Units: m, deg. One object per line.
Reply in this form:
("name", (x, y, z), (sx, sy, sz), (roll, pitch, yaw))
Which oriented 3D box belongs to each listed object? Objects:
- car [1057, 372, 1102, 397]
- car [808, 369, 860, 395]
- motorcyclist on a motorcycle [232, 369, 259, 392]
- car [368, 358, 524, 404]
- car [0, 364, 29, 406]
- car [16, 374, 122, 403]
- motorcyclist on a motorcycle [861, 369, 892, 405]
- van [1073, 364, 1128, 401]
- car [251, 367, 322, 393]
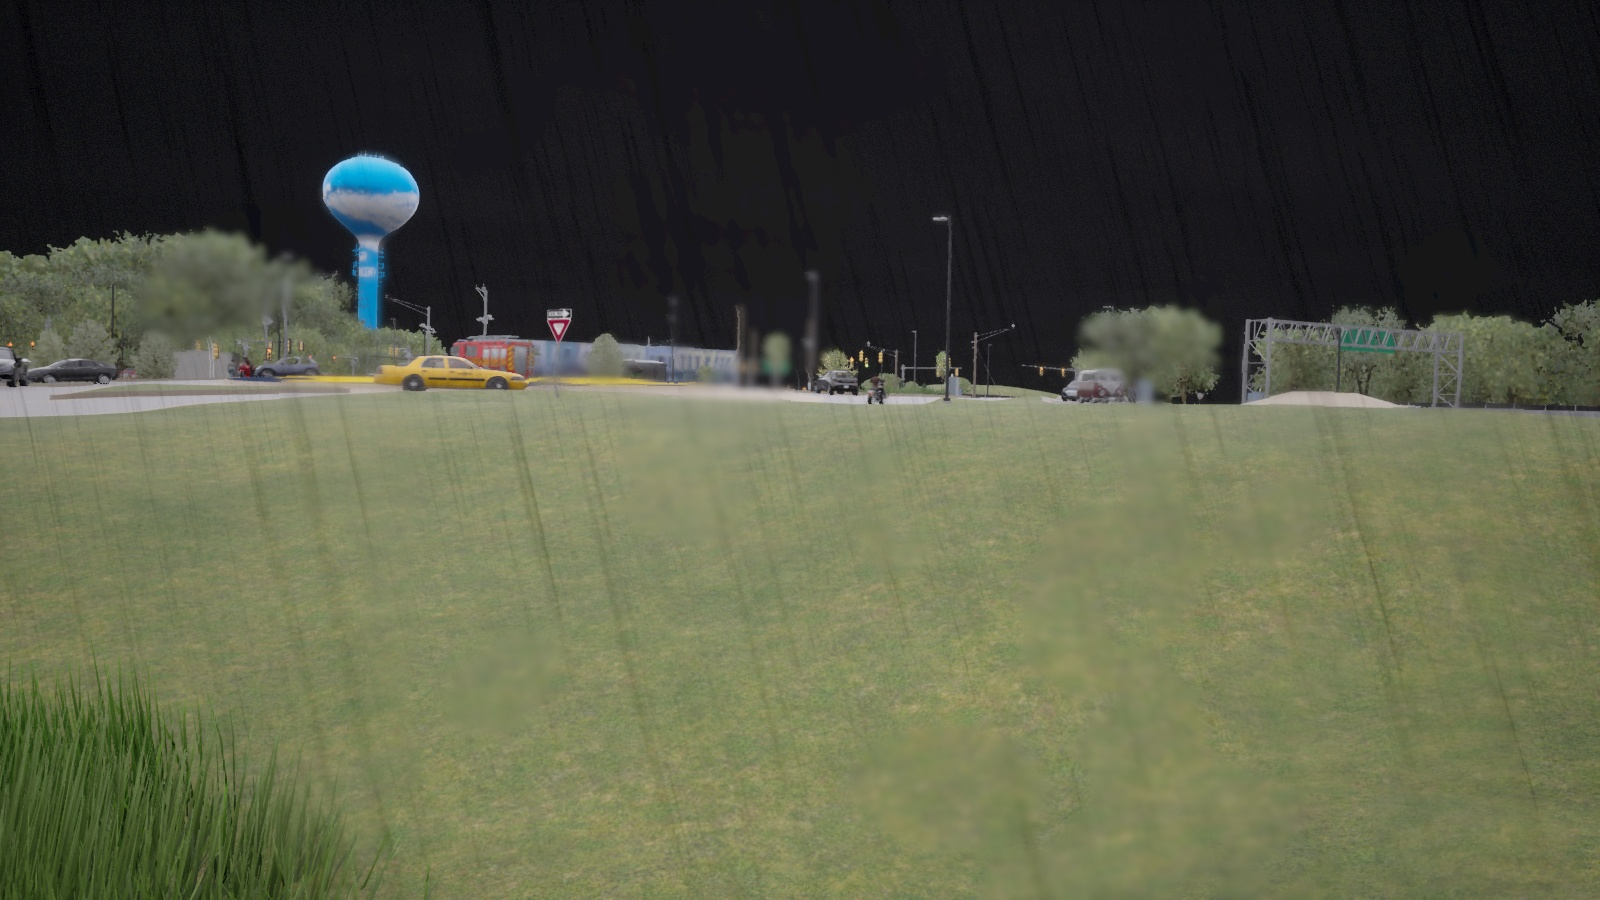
("car", (19.585, -4.585, 87.939), (2.033, 1.649, 4.856), (3, 3, 25))
("car", (1.993, -4.069, 75.132), (1.816, 1.474, 4.193), (0, 3, -17))
("motorcyclist on a motorcycle", (-36.736, -4.613, 83.205), (0.797, 1.523, 2.044), (0, 4, 2))
("car", (-12.843, -2.494, 45.859), (5.366, 1.575, 1.801), (0, 1, -12))
("car", (-29.059, -2.360, 45.091), (1.812, 1.442, 4.674), (-1, 4, -25))
("car", (-42.222, -3.582, 72.624), (1.837, 1.490, 4.892), (2, 6, 39))
("motorcyclist on a motorcycle", (3.720, -3.044, 60.715), (0.766, 1.649, 2.350), (0, 5, 22))
("van", (16.765, -3.795, 70.150), (1.775, 1.987, 4.442), (0, 3, -3))
("car", (-31.182, -4.273, 76.348), (3.806, 1.475, 1.970), (-2, 3, -19))
